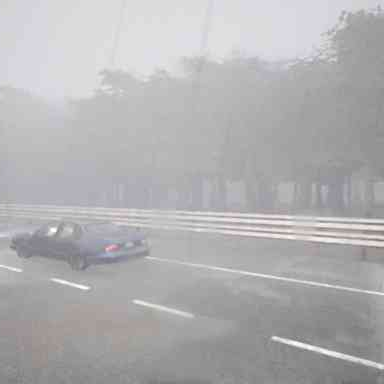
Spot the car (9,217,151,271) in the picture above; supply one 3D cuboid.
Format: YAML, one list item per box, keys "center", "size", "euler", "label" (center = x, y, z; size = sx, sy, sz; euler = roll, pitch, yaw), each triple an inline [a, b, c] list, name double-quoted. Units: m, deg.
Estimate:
- center: [-3.820, 1.556, 10.903]
  size: [5.357, 1.411, 2.033]
  euler: [0, 0, 36]
  label: "car"
